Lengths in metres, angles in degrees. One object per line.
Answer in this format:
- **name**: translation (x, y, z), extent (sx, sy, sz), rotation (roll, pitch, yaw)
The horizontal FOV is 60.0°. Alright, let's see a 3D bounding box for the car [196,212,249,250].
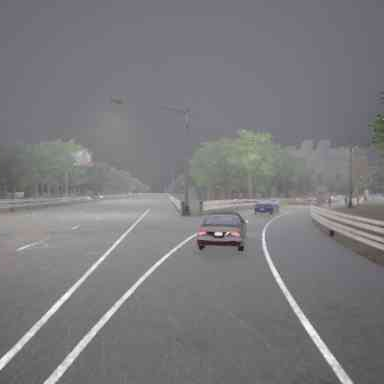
- **car**: translation (1.421, 1.563, 14.457), extent (2.033, 1.411, 5.357), rotation (0, 0, 11)

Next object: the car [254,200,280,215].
- **car**: translation (7.948, 1.550, 34.895), extent (1.882, 1.535, 5.008), rotation (0, 0, 25)
